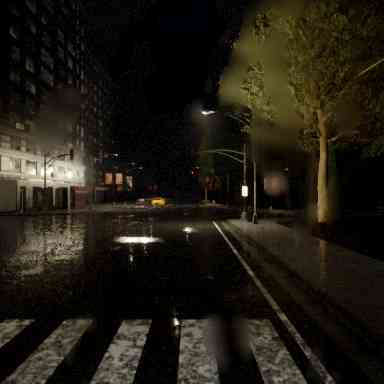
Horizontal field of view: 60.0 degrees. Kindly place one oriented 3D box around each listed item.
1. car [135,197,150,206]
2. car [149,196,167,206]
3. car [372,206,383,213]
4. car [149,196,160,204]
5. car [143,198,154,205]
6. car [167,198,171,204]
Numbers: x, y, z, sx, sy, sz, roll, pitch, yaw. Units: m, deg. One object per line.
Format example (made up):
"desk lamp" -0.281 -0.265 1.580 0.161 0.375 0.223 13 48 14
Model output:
"car" -9.625 1.978 63.294 1.994 1.385 4.181 0 -1 1
"car" -6.378 1.889 63.129 1.882 1.535 5.008 0 -1 1
"car" 41.790 3.910 74.394 4.892 1.490 1.837 4 -3 -45
"car" -9.545 1.935 84.304 2.150 2.045 5.566 0 -1 0
"car" -9.572 2.102 73.553 1.994 1.385 4.181 0 -1 0
"car" -6.321 2.091 73.684 2.033 1.411 5.357 0 -1 0
